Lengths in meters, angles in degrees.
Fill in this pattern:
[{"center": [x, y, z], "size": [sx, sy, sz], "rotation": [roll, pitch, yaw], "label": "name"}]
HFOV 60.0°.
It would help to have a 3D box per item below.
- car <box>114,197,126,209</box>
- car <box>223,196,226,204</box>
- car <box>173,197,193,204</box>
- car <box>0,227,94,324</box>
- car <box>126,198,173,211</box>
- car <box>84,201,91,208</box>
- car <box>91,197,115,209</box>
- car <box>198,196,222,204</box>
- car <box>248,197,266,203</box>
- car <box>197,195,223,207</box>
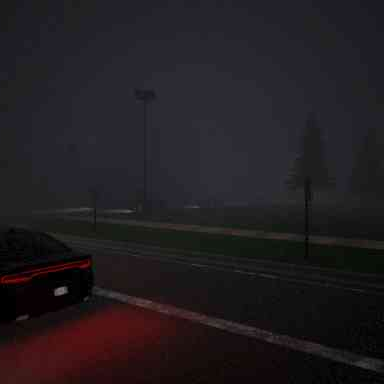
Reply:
[{"center": [-7.512, 1.526, 43.860], "size": [1.812, 1.442, 4.674], "rotation": [0, 0, 35], "label": "car"}, {"center": [4.369, 1.351, 60.784], "size": [2.097, 1.767, 4.553], "rotation": [0, 0, 35], "label": "car"}, {"center": [-1.819, 1.601, 64.141], "size": [1.895, 1.301, 4.718], "rotation": [0, 0, 36], "label": "car"}, {"center": [-4.162, 1.478, 6.935], "size": [5.008, 1.535, 1.882], "rotation": [0, 0, 36], "label": "car"}, {"center": [-5.134, 1.547, 41.189], "size": [2.033, 1.411, 5.357], "rotation": [0, 0, 35], "label": "car"}, {"center": [-13.319, 1.563, 47.802], "size": [1.994, 1.385, 4.181], "rotation": [0, 0, 35], "label": "car"}, {"center": [-10.724, 1.487, 45.406], "size": [2.128, 1.511, 4.902], "rotation": [0, 0, 35], "label": "car"}, {"center": [3.623, 1.548, 65.778], "size": [2.033, 1.411, 5.357], "rotation": [0, 0, 36], "label": "car"}, {"center": [13.071, 1.600, 66.992], "size": [1.895, 1.301, 4.718], "rotation": [0, 0, 35], "label": "car"}, {"center": [2.490, 1.564, 52.058], "size": [1.994, 1.385, 4.181], "rotation": [0, 0, 35], "label": "car"}]
